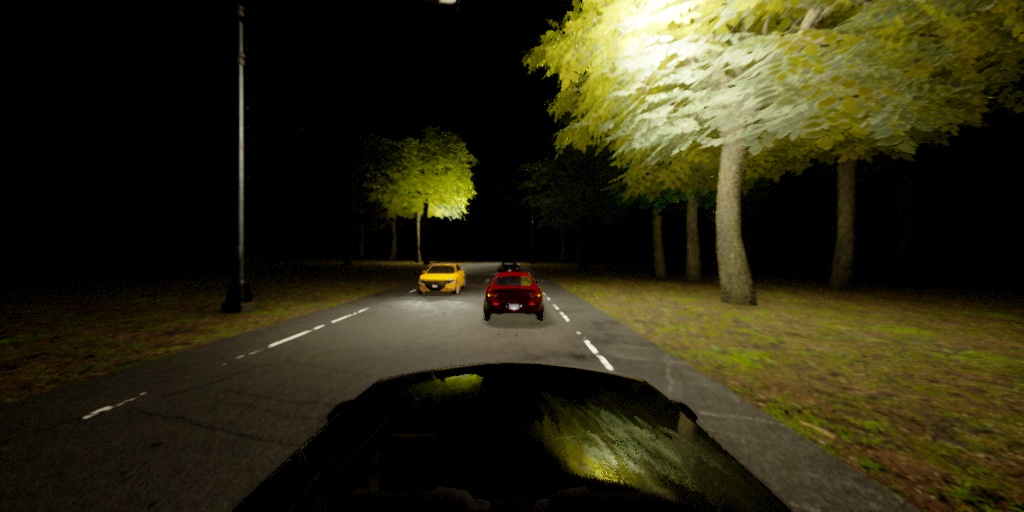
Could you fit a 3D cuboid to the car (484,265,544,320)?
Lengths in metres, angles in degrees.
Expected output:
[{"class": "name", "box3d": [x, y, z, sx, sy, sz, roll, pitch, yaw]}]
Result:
[{"class": "car", "box3d": [0.037, 1.226, 12.362, 1.812, 1.442, 4.674, 0, 1, -1]}]

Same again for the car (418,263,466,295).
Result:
[{"class": "car", "box3d": [-3.631, 1.136, 19.211, 1.882, 1.535, 5.008, 0, 0, -1]}]

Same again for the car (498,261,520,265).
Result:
[{"class": "car", "box3d": [-0.261, 1.151, 31.870, 1.994, 1.385, 4.181, 0, 1, -1]}]
